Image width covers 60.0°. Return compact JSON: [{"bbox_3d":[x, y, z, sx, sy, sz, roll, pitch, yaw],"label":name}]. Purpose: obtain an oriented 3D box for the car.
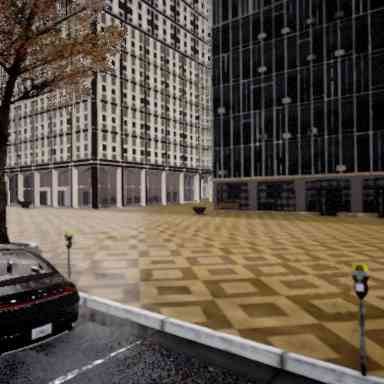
[{"bbox_3d":[-3.689,1.541,5.521,4.403,1.369,2.008,0,-1,36],"label":"car"}]
